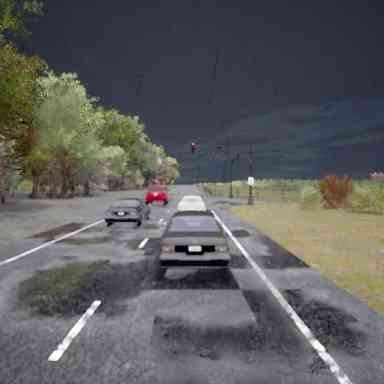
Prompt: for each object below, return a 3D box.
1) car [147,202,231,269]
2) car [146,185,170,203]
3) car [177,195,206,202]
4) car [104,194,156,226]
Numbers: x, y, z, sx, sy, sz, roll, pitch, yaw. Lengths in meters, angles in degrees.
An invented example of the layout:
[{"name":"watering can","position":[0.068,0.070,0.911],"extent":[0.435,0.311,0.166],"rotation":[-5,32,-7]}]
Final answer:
[{"name":"car","position":[0.049,1.274,10.101],"extent":[2.033,1.411,5.357],"rotation":[0,2,0]},{"name":"car","position":[-3.578,0.283,35.081],"extent":[2.150,2.045,5.566],"rotation":[0,2,0]},{"name":"car","position":[-0.026,0.938,21.888],"extent":[1.812,1.442,4.674],"rotation":[0,2,0]},{"name":"car","position":[-3.495,1.041,18.809],"extent":[2.033,1.411,5.357],"rotation":[0,2,0]}]
